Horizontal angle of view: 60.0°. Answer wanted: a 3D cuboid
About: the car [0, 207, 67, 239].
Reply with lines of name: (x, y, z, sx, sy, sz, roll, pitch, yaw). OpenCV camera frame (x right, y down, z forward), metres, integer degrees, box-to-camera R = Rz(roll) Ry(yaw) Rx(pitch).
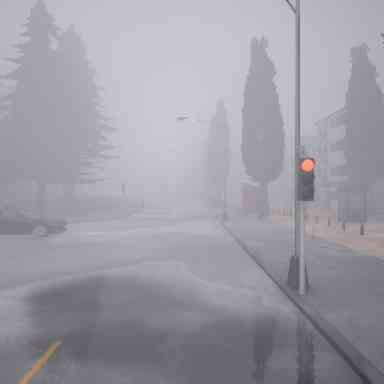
car: (-8.921, 1.478, 16.739, 5.008, 1.535, 1.882, 0, 0, -3)
